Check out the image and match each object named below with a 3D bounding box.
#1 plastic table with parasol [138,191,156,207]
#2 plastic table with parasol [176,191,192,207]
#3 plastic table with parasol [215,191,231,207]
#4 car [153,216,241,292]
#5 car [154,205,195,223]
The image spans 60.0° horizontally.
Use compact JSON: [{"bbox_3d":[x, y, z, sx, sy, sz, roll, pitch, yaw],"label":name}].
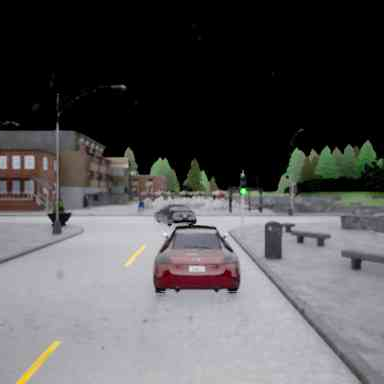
[{"bbox_3d":[-7.123,1.073,52.596,2.482,2.480,2.482,0,0,0],"label":"plastic table with parasol"},{"bbox_3d":[-1.203,1.074,52.985,2.482,2.480,2.482,0,0,0],"label":"plastic table with parasol"},{"bbox_3d":[4.997,1.077,53.884,2.482,2.480,2.482,0,0,0],"label":"plastic table with parasol"},{"bbox_3d":[0.103,1.590,9.006,1.994,1.385,4.181,0,0,0],"label":"car"},{"bbox_3d":[-1.287,1.615,23.801,2.033,1.411,5.357,0,0,-19],"label":"car"}]
